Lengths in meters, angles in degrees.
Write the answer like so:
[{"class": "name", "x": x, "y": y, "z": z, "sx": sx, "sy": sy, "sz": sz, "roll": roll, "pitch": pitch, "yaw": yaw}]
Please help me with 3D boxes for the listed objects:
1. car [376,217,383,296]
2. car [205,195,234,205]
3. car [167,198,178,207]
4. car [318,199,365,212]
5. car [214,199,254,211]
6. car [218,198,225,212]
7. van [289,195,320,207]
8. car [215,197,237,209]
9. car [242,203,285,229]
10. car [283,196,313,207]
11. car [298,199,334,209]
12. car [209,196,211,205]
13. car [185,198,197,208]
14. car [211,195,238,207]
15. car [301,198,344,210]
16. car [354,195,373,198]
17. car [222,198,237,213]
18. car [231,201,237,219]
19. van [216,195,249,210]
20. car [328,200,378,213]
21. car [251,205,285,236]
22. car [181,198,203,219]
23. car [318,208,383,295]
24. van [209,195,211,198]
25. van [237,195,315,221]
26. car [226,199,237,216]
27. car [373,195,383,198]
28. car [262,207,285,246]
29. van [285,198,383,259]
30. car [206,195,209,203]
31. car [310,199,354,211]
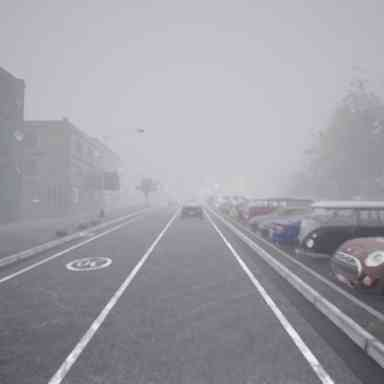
[{"class": "car", "x": 5.618, "y": 1.369, "z": 4.865, "sx": 4.553, "sy": 1.767, "sz": 2.185, "roll": 0, "pitch": 0, "yaw": 0}, {"class": "car", "x": 5.493, "y": 1.587, "z": 66.533, "sx": 5.566, "sy": 2.045, "sz": 2.435, "roll": 0, "pitch": -1, "yaw": 0}, {"class": "car", "x": -3.405, "y": 1.848, "z": 59.800, "sx": 2.033, "sy": 1.411, "sz": 5.357, "roll": 0, "pitch": 0, "yaw": 1}, {"class": "car", "x": 18.578, "y": 1.678, "z": 41.481, "sx": 4.792, "sy": 1.488, "sz": 2.163, "roll": 0, "pitch": 0, "yaw": 0}, {"class": "car", "x": 5.513, "y": 1.662, "z": 44.107, "sx": 5.008, "sy": 1.535, "sz": 2.097, "roll": 0, "pitch": 0, "yaw": 0}, {"class": "car", "x": 5.518, "y": 1.639, "z": 35.698, "sx": 4.792, "sy": 1.488, "sz": 2.163, "roll": 0, "pitch": 0, "yaw": 0}, {"class": "van", "x": 18.682, "y": 1.514, "z": 55.411, "sx": 4.442, "sy": 1.987, "sz": 1.878, "roll": 0, "pitch": 0, "yaw": 0}, {"class": "car", "x": 5.533, "y": 1.627, "z": 38.496, "sx": 4.892, "sy": 1.521, "sz": 2.231, "roll": 0, "pitch": 0, "yaw": 0}, {"class": "car", "x": 5.574, "y": 1.572, "z": 18.881, "sx": 4.792, "sy": 1.488, "sz": 2.163, "roll": 0, "pitch": 0, "yaw": 0}, {"class": "car", "x": 18.528, "y": 1.636, "z": 58.190, "sx": 4.553, "sy": 1.767, "sz": 2.185, "roll": 0, "pitch": 0, "yaw": 0}, {"class": "car", "x": 18.578, "y": 1.743, "z": 49.837, "sx": 4.674, "sy": 1.452, "sz": 2.002, "roll": 0, "pitch": 0, "yaw": 0}, {"class": "car", "x": 5.495, "y": 1.701, "z": 49.713, "sx": 4.892, "sy": 1.521, "sz": 2.231, "roll": 0, "pitch": 0, "yaw": 0}, {"class": "car", "x": -0.104, "y": 1.769, "z": 54.219, "sx": 1.837, "sy": 1.490, "sz": 4.892, "roll": 0, "pitch": 0, "yaw": 0}, {"class": "car", "x": 5.557, "y": 1.393, "z": 41.305, "sx": 5.566, "sy": 2.045, "sz": 2.435, "roll": 0, "pitch": 0, "yaw": 0}, {"class": "car", "x": 18.404, "y": 1.682, "z": 47.051, "sx": 5.366, "sy": 1.575, "sz": 1.946, "roll": 0, "pitch": 0, "yaw": 0}, {"class": "car", "x": 18.598, "y": 1.362, "z": 35.914, "sx": 5.566, "sy": 2.045, "sz": 2.435, "roll": 0, "pitch": 0, "yaw": 0}, {"class": "car", "x": 5.560, "y": 1.581, "z": 30.090, "sx": 5.008, "sy": 1.535, "sz": 2.097, "roll": 0, "pitch": 0, "yaw": 0}, {"class": "car", "x": 5.613, "y": 1.591, "z": 24.487, "sx": 4.792, "sy": 1.488, "sz": 2.163, "roll": 0, "pitch": 0, "yaw": 0}, {"class": "van", "x": 5.626, "y": 1.455, "z": 46.912, "sx": 4.442, "sy": 1.987, "sz": 1.878, "roll": 0, "pitch": 0, "yaw": 0}, {"class": "car", "x": 18.645, "y": 1.660, "z": 38.696, "sx": 4.792, "sy": 1.488, "sz": 2.163, "roll": 0, "pitch": 0, "yaw": 0}, {"class": "car", "x": 5.583, "y": 1.562, "z": 16.077, "sx": 4.792, "sy": 1.488, "sz": 2.163, "roll": 0, "pitch": 0, "yaw": 0}, {"class": "car", "x": 0.005, "y": 1.591, "z": 30.250, "sx": 1.882, "sy": 1.535, "sz": 5.008, "roll": 0, "pitch": 0, "yaw": 0}, {"class": "car", "x": 5.671, "y": 1.378, "z": 7.668, "sx": 4.553, "sy": 1.767, "sz": 2.185, "roll": 0, "pitch": 0, "yaw": 0}, {"class": "van", "x": 5.377, "y": 1.492, "z": 52.518, "sx": 4.442, "sy": 1.987, "sz": 1.878, "roll": 0, "pitch": 0, "yaw": 0}, {"class": "van", "x": 5.477, "y": 1.326, "z": 21.684, "sx": 4.442, "sy": 1.987, "sz": 1.878, "roll": 0, "pitch": 0, "yaw": 0}, {"class": "car", "x": 5.760, "y": 1.567, "z": 27.291, "sx": 5.366, "sy": 1.575, "sz": 1.946, "roll": 0, "pitch": 0, "yaw": 0}, {"class": "car", "x": 18.625, "y": 1.324, "z": 27.559, "sx": 5.566, "sy": 2.045, "sz": 2.435, "roll": 0, "pitch": 0, "yaw": 0}, {"class": "car", "x": 5.616, "y": 1.523, "z": 13.274, "sx": 5.008, "sy": 1.535, "sz": 2.097, "roll": 0, "pitch": 0, "yaw": 0}, {"class": "van", "x": 5.514, "y": 1.288, "z": 10.471, "sx": 4.442, "sy": 1.987, "sz": 1.878, "roll": 0, "pitch": 0, "yaw": 0}, {"class": "car", "x": 5.508, "y": 1.507, "z": 58.124, "sx": 5.566, "sy": 2.045, "sz": 2.435, "roll": 0, "pitch": 0, "yaw": 0}, {"class": "car", "x": 18.592, "y": 1.667, "z": 44.266, "sx": 5.008, "sy": 1.535, "sz": 2.097, "roll": 0, "pitch": 0, "yaw": 0}]
